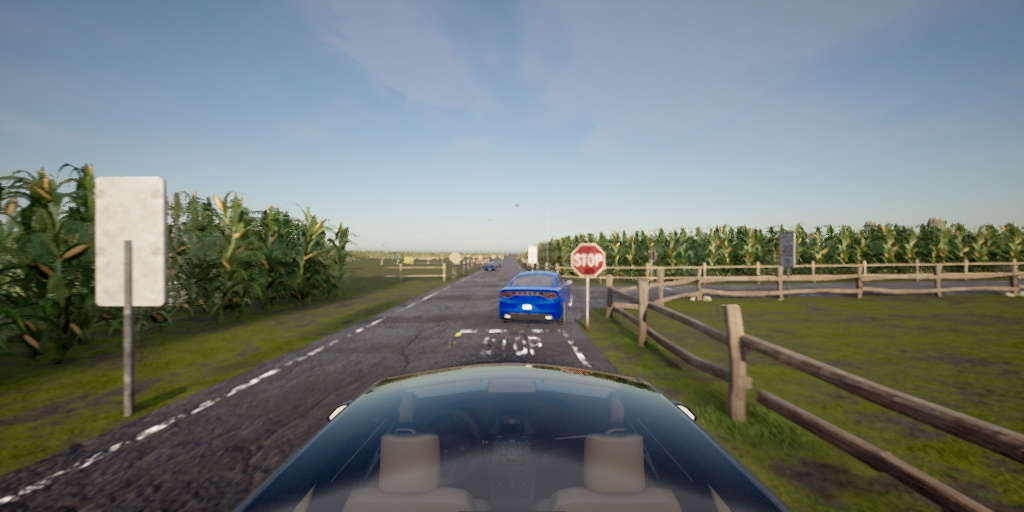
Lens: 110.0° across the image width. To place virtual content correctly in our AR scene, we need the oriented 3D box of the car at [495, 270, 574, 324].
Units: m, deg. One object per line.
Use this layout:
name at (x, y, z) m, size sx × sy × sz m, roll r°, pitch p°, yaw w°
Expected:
car at (0.976, 1.246, 12.244) m, size 1.882 × 1.535 × 5.008 m, roll 0°, pitch 0°, yaw 13°

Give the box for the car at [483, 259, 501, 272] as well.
car at (-2.843, 1.417, 48.017) m, size 1.895 × 1.301 × 4.718 m, roll 0°, pitch 0°, yaw 0°
